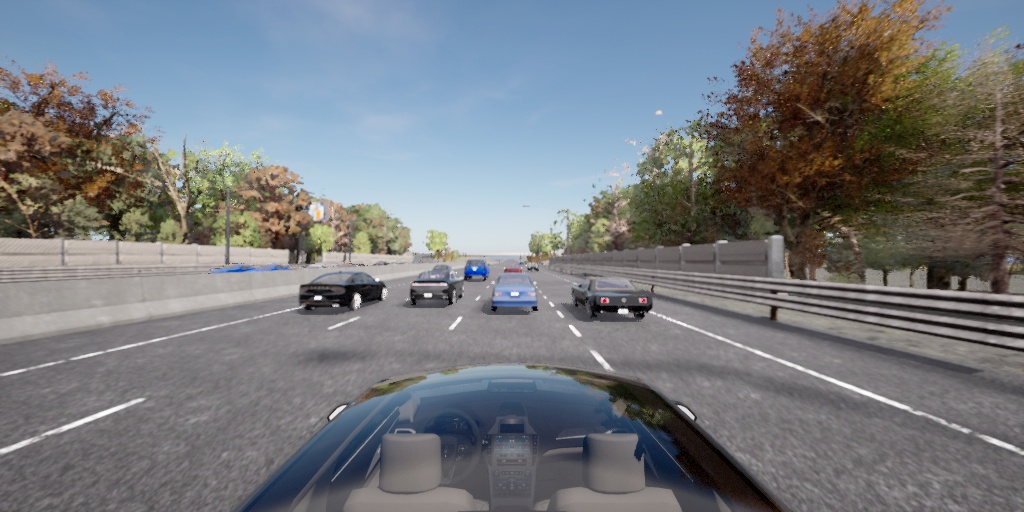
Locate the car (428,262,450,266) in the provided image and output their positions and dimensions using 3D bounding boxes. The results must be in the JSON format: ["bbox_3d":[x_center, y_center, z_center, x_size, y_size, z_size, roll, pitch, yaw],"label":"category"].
[{"bbox_3d":[-6.898,1.615,36.122,1.837,1.490,4.892,0,-1,0],"label":"car"}]

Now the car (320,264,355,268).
[{"bbox_3d":[-17.590,1.603,37.520,1.882,1.535,5.008,0,-1,0],"label":"car"}]

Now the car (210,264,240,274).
[{"bbox_3d":[-28.086,1.592,36.499,1.882,1.535,5.008,0,-1,0],"label":"car"}]

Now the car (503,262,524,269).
[{"bbox_3d":[0.103,1.604,37.673,1.882,1.535,5.008,0,-1,0],"label":"car"}]

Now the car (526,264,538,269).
[{"bbox_3d":[3.505,1.985,62.148,1.895,1.301,4.718,0,-1,0],"label":"car"}]

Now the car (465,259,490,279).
[{"bbox_3d":[-3.398,1.323,35.329,2.150,2.045,5.566,0,-1,0],"label":"car"}]

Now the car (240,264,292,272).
[{"bbox_3d":[-24.589,1.592,36.483,1.882,1.535,5.008,0,-1,0],"label":"car"}]

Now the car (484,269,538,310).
[{"bbox_3d":[0.099,1.438,15.389,2.033,1.411,5.357,0,-1,0],"label":"car"}]

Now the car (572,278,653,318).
[{"bbox_3d":[3.494,1.464,13.499,1.895,1.301,4.718,0,-1,0],"label":"car"}]

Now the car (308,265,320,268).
[{"bbox_3d":[-21.082,1.662,38.552,1.812,1.442,4.674,0,-1,0],"label":"car"}]

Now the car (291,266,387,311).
[{"bbox_3d":[-6.897,1.367,15.216,1.882,1.535,5.008,0,-1,0],"label":"car"}]

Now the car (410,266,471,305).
[{"bbox_3d":[-3.399,1.399,16.931,2.128,1.511,4.902,0,-1,0],"label":"car"}]
